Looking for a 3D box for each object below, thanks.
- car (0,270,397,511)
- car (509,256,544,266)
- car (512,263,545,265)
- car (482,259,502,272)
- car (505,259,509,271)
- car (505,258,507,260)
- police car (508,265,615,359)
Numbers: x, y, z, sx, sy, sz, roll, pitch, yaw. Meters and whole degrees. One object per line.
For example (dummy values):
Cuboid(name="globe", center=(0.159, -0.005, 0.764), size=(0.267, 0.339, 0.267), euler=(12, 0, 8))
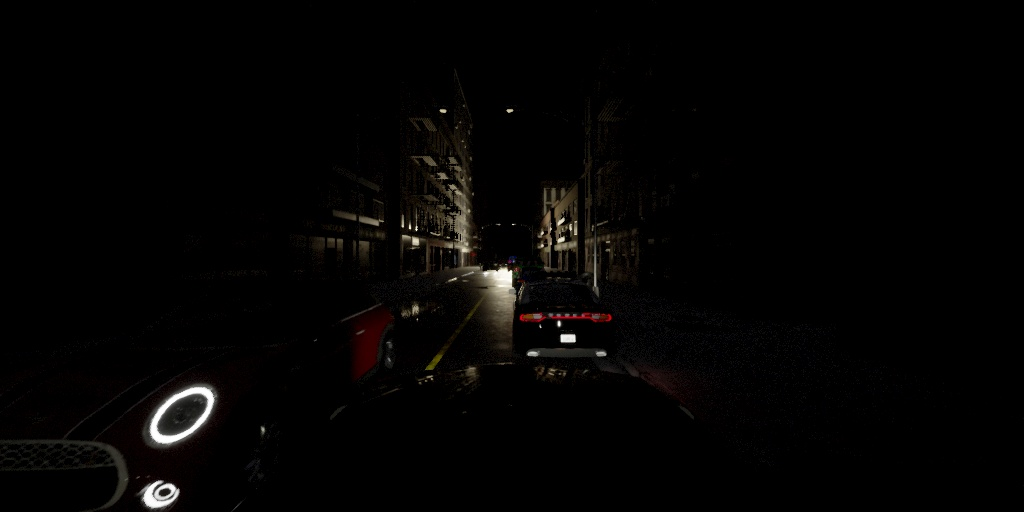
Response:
Cuboid(name="car", center=(-3.074, 1.102, 4.383), size=(2.097, 1.767, 4.553), euler=(0, 0, 0))
Cuboid(name="car", center=(1.072, 0.993, 24.506), size=(2.150, 2.045, 5.566), euler=(0, 0, 0))
Cuboid(name="car", center=(1.028, 1.285, 18.475), size=(1.812, 1.442, 4.674), euler=(0, 0, 0))
Cuboid(name="car", center=(-2.768, 1.399, 46.903), size=(1.994, 1.385, 4.181), euler=(0, 0, 0))
Cuboid(name="car", center=(0.360, 1.436, 47.071), size=(1.895, 1.301, 4.718), euler=(0, 0, 1))
Cuboid(name="car", center=(0.429, 1.112, 60.570), size=(2.150, 2.045, 5.566), euler=(0, 0, 0))
Cuboid(name="police car", center=(0.957, 1.176, 8.584), size=(1.930, 1.638, 5.238), euler=(0, 0, 0))
